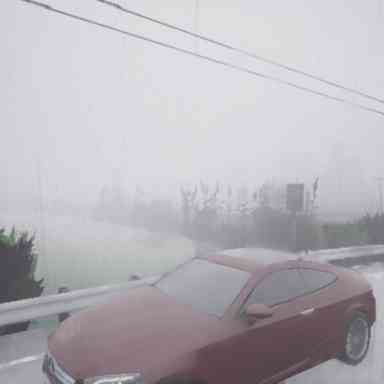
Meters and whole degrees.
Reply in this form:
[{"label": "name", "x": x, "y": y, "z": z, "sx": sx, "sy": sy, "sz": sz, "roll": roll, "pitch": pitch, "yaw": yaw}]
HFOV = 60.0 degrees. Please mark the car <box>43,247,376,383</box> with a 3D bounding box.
[{"label": "car", "x": 0.605, "y": 1.533, "z": 4.357, "sx": 4.674, "sy": 1.442, "sz": 1.812, "roll": 1, "pitch": 0, "yaw": -35}]
